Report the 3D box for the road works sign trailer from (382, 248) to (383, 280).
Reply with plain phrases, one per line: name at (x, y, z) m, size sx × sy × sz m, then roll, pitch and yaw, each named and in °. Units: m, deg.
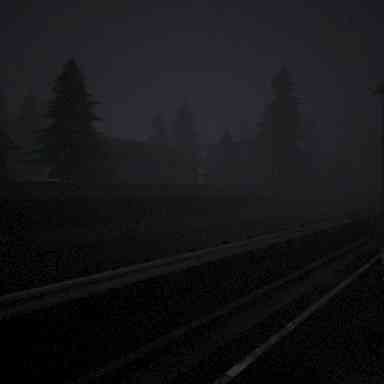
road works sign trailer at (6.526, 0.433, 8.766) m, size 2.380 × 3.560 × 2.880 m, roll 0°, pitch 0°, yaw 39°
